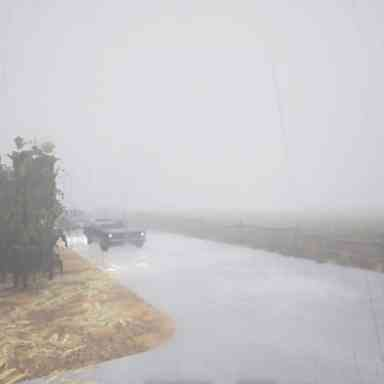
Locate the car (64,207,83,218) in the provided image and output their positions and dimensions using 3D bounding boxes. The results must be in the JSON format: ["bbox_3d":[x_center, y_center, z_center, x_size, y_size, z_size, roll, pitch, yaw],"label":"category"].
[{"bbox_3d":[-15.882,2.710,44.441,1.994,1.385,4.181,1,-1,-26],"label":"car"}]

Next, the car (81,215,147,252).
[{"bbox_3d":[-3.866,2.003,16.299,1.895,1.301,4.718,1,-2,-29],"label":"car"}]

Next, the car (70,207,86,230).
[{"bbox_3d":[-8.820,2.158,25.053,2.128,1.511,4.902,1,-2,-29],"label":"car"}]
